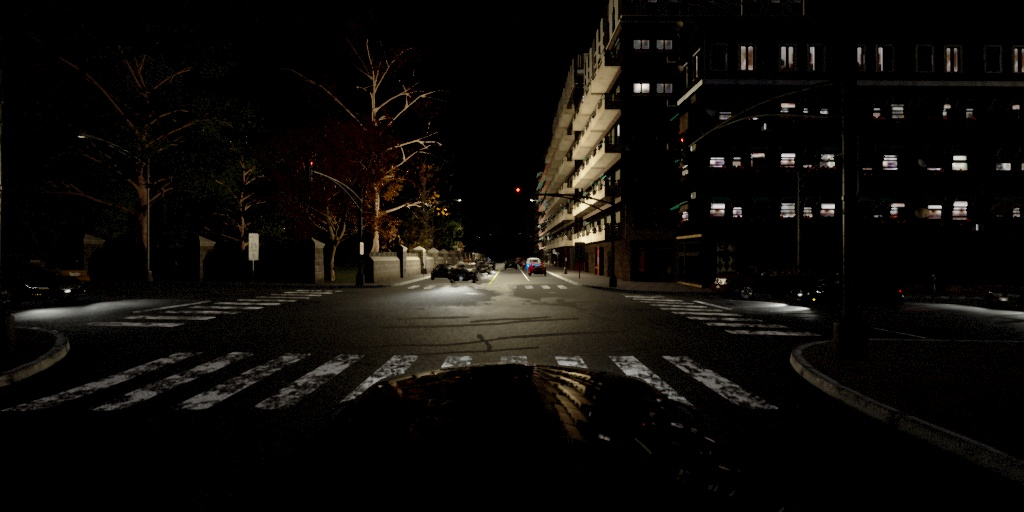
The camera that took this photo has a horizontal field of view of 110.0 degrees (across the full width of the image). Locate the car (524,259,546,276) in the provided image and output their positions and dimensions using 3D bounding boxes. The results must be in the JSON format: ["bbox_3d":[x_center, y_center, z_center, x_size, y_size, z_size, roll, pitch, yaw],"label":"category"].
[{"bbox_3d":[2.529,1.314,36.861,1.888,1.381,4.507,0,0,0],"label":"car"}]

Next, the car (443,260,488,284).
[{"bbox_3d":[-3.329,1.252,26.766,2.128,1.511,4.902,0,0,3],"label":"car"}]

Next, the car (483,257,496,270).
[{"bbox_3d":[-3.318,1.278,50.994,2.128,1.511,4.902,0,0,0],"label":"car"}]

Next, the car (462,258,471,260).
[{"bbox_3d":[-5.876,1.300,42.283,1.751,1.417,4.829,0,0,0],"label":"car"}]

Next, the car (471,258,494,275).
[{"bbox_3d":[-3.269,1.278,39.300,1.837,1.490,4.892,0,-1,0],"label":"car"}]

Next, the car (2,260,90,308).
[{"bbox_3d":[-18.207,0.954,12.704,4.892,1.490,1.837,1,0,-1],"label":"car"}]

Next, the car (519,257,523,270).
[{"bbox_3d":[2.450,1.229,53.752,1.967,1.591,4.097,0,0,0],"label":"car"}]

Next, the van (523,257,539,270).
[{"bbox_3d":[2.503,1.115,42.492,1.690,1.789,3.998,0,0,0],"label":"van"}]

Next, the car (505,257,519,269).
[{"bbox_3d":[-0.162,1.360,58.051,1.994,1.385,4.181,0,0,0],"label":"car"}]

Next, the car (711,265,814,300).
[{"bbox_3d":[13.372,1.353,18.941,5.009,1.841,2.192,0,0,-1],"label":"car"}]

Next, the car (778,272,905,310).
[{"bbox_3d":[15.115,1.623,16.377,4.181,1.385,1.994,1,0,-1],"label":"car"}]

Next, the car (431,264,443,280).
[{"bbox_3d":[-5.825,1.330,31.192,1.948,1.339,4.313,0,0,0],"label":"car"}]

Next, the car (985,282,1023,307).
[{"bbox_3d":[24.952,1.764,16.523,4.674,1.442,1.812,1,0,-1],"label":"car"}]
